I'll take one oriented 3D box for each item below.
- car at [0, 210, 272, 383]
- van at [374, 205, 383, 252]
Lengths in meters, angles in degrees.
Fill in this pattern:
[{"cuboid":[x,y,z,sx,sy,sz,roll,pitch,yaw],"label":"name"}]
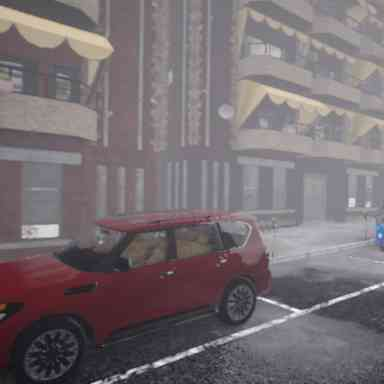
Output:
[{"cuboid":[-0.829,1.299,5.481,5.009,1.841,2.192,-1,2,-36],"label":"car"},{"cuboid":[8.155,1.244,11.929,3.998,1.788,1.690,-1,2,-36],"label":"van"}]
